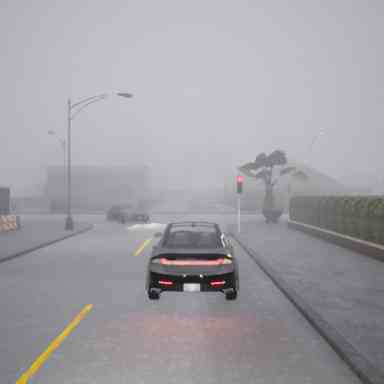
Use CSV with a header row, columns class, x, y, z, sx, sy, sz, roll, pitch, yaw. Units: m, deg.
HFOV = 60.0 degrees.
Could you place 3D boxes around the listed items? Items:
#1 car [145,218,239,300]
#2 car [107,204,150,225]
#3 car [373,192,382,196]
class,x,y,z,sx,sy,sz,roll,pitch,yaw
car,0.036,1.488,8.356,2.128,1.511,4.902,0,0,1
car,-4.664,1.553,24.265,1.994,1.385,4.181,1,0,-35
car,38.006,0.945,67.772,1.905,1.878,3.866,0,0,0
